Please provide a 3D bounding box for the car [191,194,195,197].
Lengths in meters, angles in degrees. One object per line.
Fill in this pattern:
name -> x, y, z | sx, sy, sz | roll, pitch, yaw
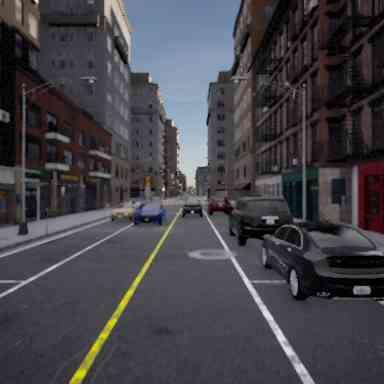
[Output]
car -> 0.063, 1.476, 46.004 | 1.882, 1.535, 5.008 | 0, 0, 0

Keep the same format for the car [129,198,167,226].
car -> -2.854, 1.468, 23.460 | 1.882, 1.535, 5.008 | 0, 0, 0

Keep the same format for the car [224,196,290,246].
car -> 2.979, 1.222, 15.366 | 2.150, 2.045, 5.566 | 0, 0, 0

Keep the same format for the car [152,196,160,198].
car -> -5.396, 1.441, 49.193 | 1.967, 1.590, 4.097 | 0, 0, 0

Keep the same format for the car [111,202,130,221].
car -> -5.391, 1.516, 27.209 | 1.752, 1.417, 4.829 | 0, 0, 0

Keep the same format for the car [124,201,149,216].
car -> -5.392, 1.573, 32.833 | 1.802, 1.307, 4.206 | 0, 0, 0

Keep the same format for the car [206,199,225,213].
car -> 2.631, 1.559, 38.284 | 1.947, 1.339, 4.313 | 0, 0, 0

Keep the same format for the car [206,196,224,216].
car -> 2.631, 1.306, 32.831 | 2.192, 1.841, 5.009 | 0, 0, 0

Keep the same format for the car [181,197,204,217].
car -> 0.057, 1.496, 31.187 | 1.837, 1.490, 4.892 | 0, 0, 0

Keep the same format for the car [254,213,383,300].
car -> 3.019, 1.501, 8.336 | 1.837, 1.490, 4.892 | 0, 0, 0
